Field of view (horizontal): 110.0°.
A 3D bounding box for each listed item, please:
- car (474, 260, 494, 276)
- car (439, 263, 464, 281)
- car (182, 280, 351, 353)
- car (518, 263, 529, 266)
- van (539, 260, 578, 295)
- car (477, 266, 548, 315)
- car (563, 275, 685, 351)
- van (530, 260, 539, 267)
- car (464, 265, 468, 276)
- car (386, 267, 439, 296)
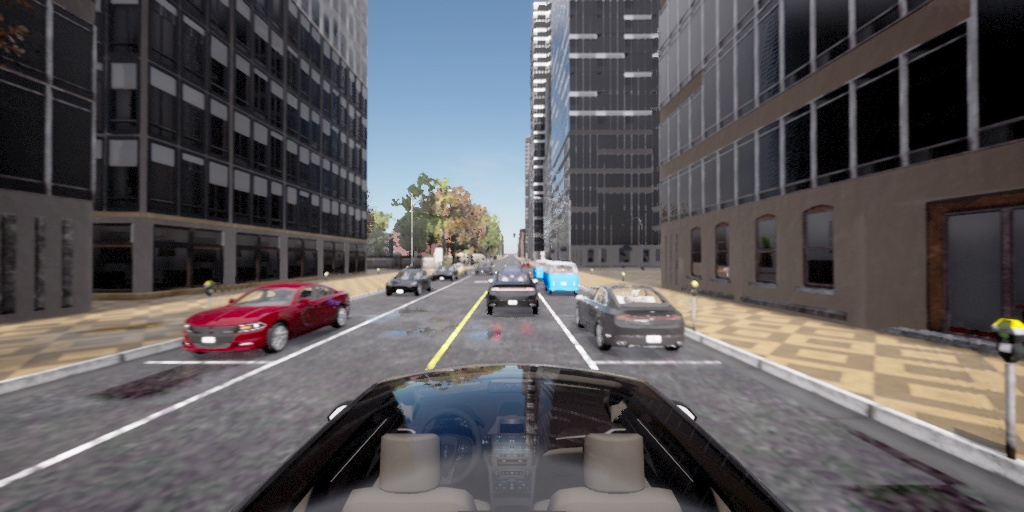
[{"bbox_3d":[-3.072,1.454,40.012,1.837,1.490,4.892,0,-1,0],"label":"car"},{"bbox_3d":[-5.791,1.481,31.775,1.948,1.339,4.313,0,0,0],"label":"car"},{"bbox_3d":[-5.695,1.348,8.972,1.888,1.381,4.507,0,0,0],"label":"car"},{"bbox_3d":[0.011,1.445,27.054,2.033,1.411,5.357,0,0,1],"label":"car"},{"bbox_3d":[2.678,1.210,20.384,1.690,1.789,3.998,0,0,0],"label":"van"},{"bbox_3d":[0.038,1.328,14.146,2.128,1.511,4.902,0,0,0],"label":"car"},{"bbox_3d":[2.685,1.354,8.978,2.007,1.370,4.403,0,0,0],"label":"car"},{"bbox_3d":[2.752,1.257,31.782,1.690,1.789,3.998,0,0,0],"label":"van"},{"bbox_3d":[-5.844,1.469,39.009,1.751,1.417,4.829,0,0,0],"label":"car"},{"bbox_3d":[-5.703,1.434,20.377,1.948,1.339,4.313,0,0,0],"label":"car"}]
